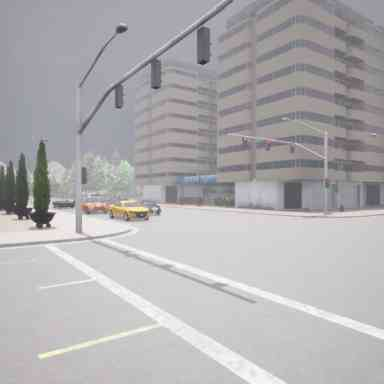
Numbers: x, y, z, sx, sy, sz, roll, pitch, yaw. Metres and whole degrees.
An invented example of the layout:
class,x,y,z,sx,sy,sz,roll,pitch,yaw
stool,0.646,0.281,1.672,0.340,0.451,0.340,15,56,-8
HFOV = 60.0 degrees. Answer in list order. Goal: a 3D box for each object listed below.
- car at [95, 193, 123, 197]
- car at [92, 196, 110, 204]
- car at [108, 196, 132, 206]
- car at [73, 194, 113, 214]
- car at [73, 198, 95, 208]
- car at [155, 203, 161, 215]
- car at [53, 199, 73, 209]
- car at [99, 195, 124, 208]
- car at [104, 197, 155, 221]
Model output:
class,x,y,z,sx,sy,sz,roll,pitch,yaw
car,-9.987,1.352,40.326,2.097,1.767,4.553,0,0,-35
car,-17.509,1.505,63.759,1.837,1.490,4.892,0,0,-34
car,-12.199,1.491,56.122,2.128,1.511,4.902,0,0,-35
car,-10.436,1.352,34.836,2.097,1.767,4.553,0,0,-35
car,-15.887,1.600,48.835,1.895,1.301,4.718,0,0,-35
car,-4.818,1.491,32.884,2.128,1.511,4.902,0,0,-35
car,-17.185,1.601,44.559,1.895,1.301,4.718,0,0,-35
car,-12.147,1.352,49.913,2.097,1.767,4.553,0,0,-35
car,-5.251,1.478,27.373,1.882,1.535,5.008,0,0,-35
